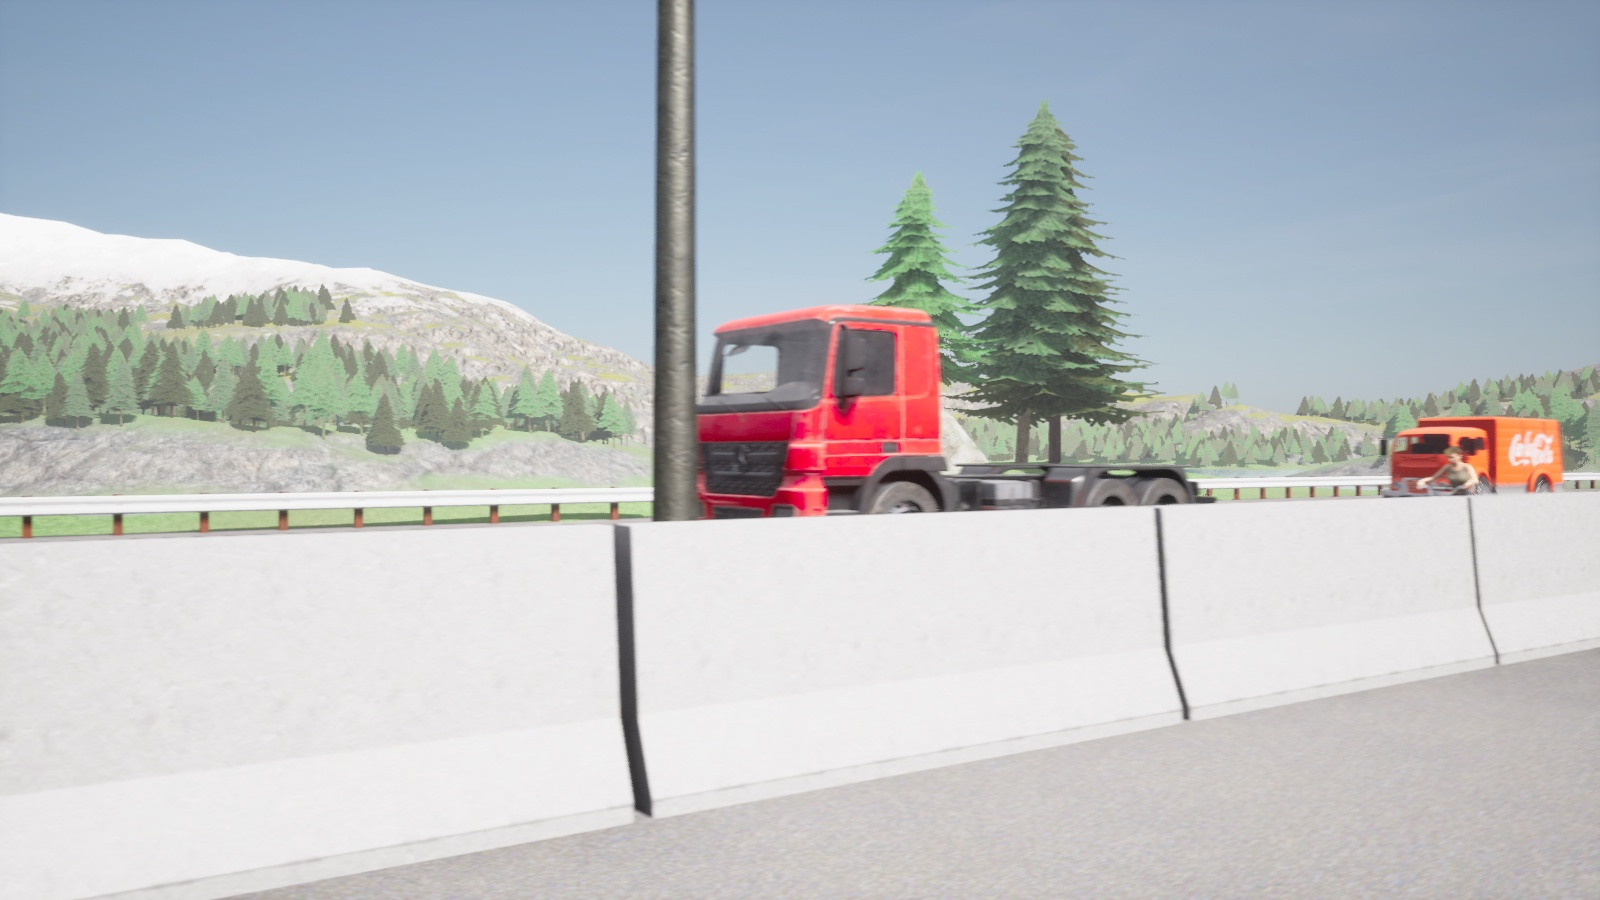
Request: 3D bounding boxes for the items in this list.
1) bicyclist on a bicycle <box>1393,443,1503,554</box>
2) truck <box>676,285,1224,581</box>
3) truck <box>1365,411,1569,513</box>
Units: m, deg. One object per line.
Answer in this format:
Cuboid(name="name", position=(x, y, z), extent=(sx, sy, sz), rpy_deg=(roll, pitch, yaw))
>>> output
Cuboid(name="bicyclist on a bicycle", position=(9.815, 0.707, 19.013), extent=(1.509, 1.612, 0.866), rpy_deg=(0, 0, -35))
Cuboid(name="truck", position=(2.397, -0.198, 18.122), extent=(7.936, 3.462, 2.891), rpy_deg=(0, 0, -35))
Cuboid(name="truck", position=(17.496, 0.302, 32.893), extent=(5.204, 2.467, 2.627), rpy_deg=(0, 0, -35))
